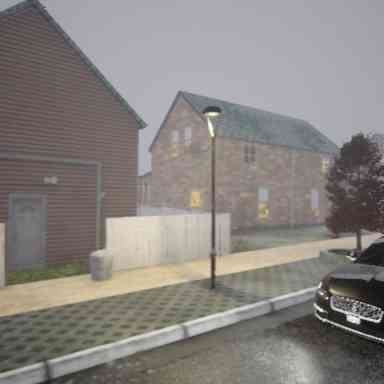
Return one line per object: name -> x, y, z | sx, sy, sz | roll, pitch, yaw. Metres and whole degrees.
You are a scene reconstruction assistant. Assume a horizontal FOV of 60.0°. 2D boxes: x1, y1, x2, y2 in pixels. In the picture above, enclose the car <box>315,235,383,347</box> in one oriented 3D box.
car -> 4.237, 1.510, 6.056 | 4.892, 1.490, 1.837 | -1, 0, -35
